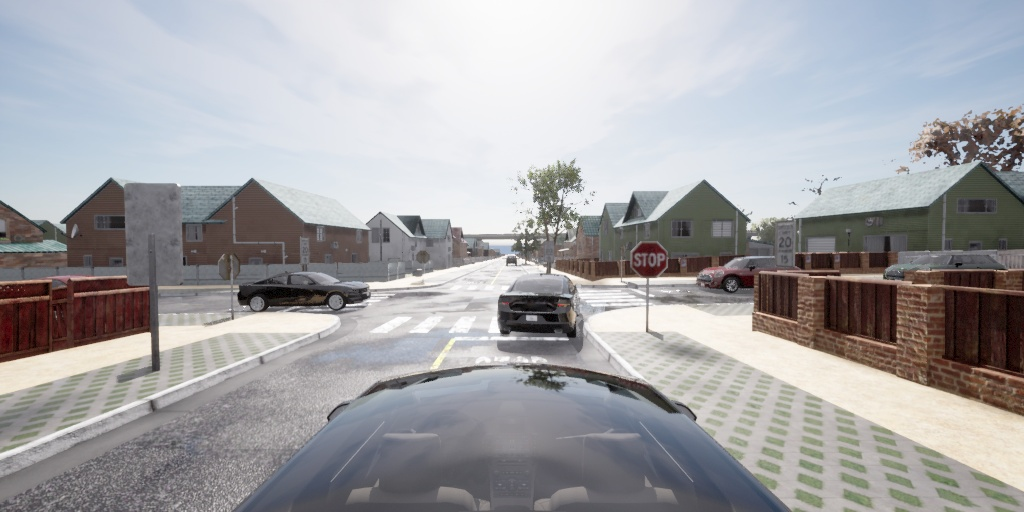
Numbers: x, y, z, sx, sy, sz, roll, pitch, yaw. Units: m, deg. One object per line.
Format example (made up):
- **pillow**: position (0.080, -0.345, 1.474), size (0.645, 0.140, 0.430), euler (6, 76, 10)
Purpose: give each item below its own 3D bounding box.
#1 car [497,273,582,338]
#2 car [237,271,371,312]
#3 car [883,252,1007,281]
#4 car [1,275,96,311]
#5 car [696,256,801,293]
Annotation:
- **car**: position (0.947, 1.224, 10.351), size (1.882, 1.535, 5.008), euler (0, 0, 12)
- **car**: position (-8.485, 1.376, 14.866), size (5.008, 1.535, 1.882), euler (-1, 2, 0)
- **car**: position (21.681, 0.645, 18.059), size (4.553, 1.767, 2.097), euler (-1, 2, 0)
- **car**: position (-18.038, 1.546, 14.791), size (5.008, 1.535, 1.882), euler (-1, 2, 0)
- **car**: position (11.786, 0.820, 17.975), size (4.553, 1.767, 2.097), euler (-1, 2, 0)
